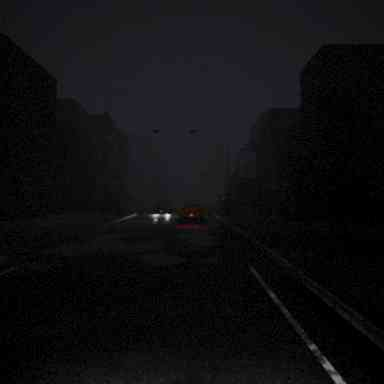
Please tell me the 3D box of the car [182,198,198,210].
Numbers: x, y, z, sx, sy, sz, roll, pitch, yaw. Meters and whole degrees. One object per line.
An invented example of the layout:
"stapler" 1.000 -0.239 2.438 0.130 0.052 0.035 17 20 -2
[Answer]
"car" -0.281 1.563 42.893 1.994 1.385 4.181 0 0 -1

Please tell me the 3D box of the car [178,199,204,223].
"car" -0.062 1.476 25.920 1.882 1.535 5.008 0 0 -1

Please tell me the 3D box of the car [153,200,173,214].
"car" -3.092 1.546 36.365 2.033 1.411 5.357 0 0 0
